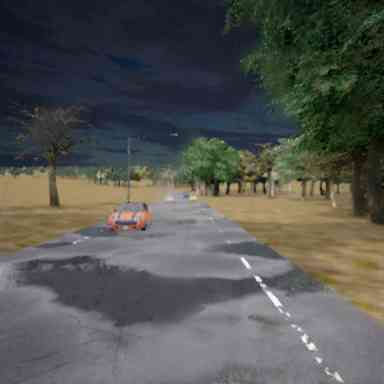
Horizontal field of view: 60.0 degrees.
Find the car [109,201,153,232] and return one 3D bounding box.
[{"bbox_3d":[-3.684,1.406,20.655,2.097,1.767,4.553,0,0,0],"label":"car"}]

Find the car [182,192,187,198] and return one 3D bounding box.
[{"bbox_3d":[-1.417,0.925,90.671,2.033,1.411,5.357,0,1,-2],"label":"car"}]

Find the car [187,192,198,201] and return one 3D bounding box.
[{"bbox_3d":[0.318,1.169,72.094,1.801,1.575,5.366,0,1,-1],"label":"car"}]

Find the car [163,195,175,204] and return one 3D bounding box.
[{"bbox_3d":[-4.203,1.348,61.724,1.812,1.442,4.674,0,1,-1],"label":"car"}]
